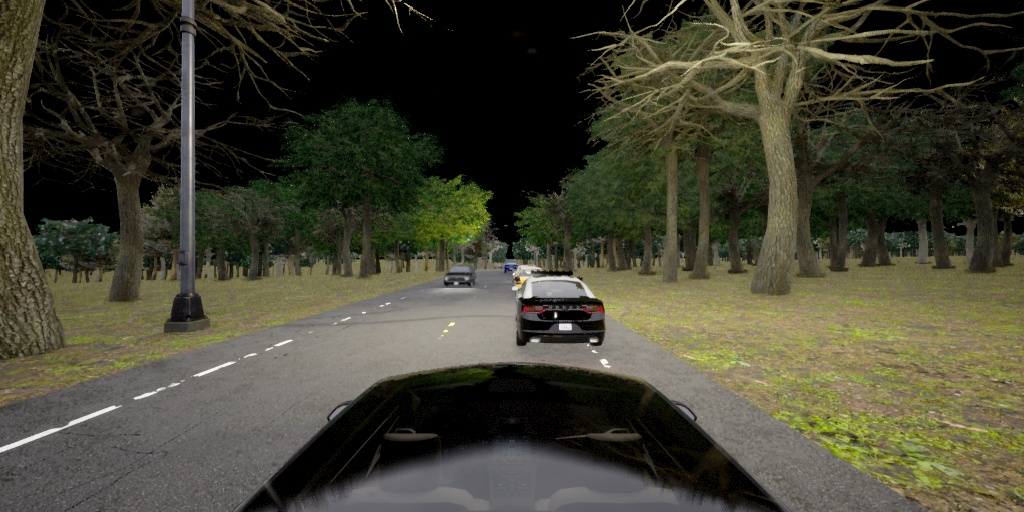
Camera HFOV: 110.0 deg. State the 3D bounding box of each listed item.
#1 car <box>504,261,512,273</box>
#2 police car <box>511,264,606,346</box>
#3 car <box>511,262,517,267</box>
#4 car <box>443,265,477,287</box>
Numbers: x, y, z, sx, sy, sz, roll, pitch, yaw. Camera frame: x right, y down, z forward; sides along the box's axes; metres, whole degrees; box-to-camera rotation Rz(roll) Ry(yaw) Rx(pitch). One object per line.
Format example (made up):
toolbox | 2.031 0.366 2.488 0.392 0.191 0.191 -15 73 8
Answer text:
car | -0.066 1.509 48.892 1.882 1.535 5.008 0 -1 0
police car | 1.036 1.186 9.576 1.930 1.638 5.238 0 0 0
car | 1.015 1.255 19.659 1.801 1.575 5.366 0 0 0
car | -3.547 1.379 25.465 2.033 1.411 5.357 0 0 0
